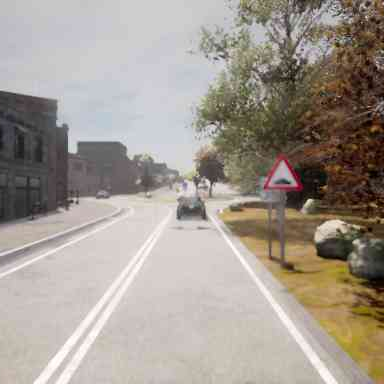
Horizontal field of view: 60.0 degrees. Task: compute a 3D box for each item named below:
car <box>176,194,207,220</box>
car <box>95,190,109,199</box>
[{"bbox_3d":[-0.024,0.995,24.528,2.097,1.767,4.553,0,1,0],"label":"car"},{"bbox_3d":[-14.341,0.433,53.332,1.994,1.385,4.181,0,1,-11],"label":"car"}]
